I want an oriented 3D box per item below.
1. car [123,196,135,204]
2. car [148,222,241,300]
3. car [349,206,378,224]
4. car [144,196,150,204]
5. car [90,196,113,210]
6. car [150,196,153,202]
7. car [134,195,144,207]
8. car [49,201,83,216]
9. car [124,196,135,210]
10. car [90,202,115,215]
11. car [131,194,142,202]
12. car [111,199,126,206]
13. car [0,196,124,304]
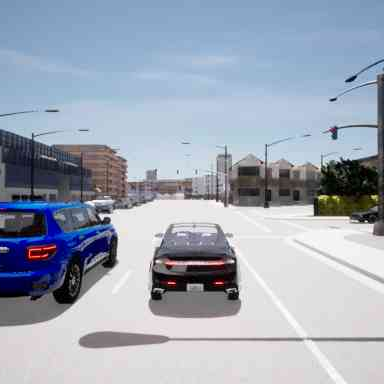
[{"bbox_3d":[-14.087,1.752,74.336,1.837,1.490,4.892,0,1,0],"label":"car"},{"bbox_3d":[0.059,1.506,8.387,2.128,1.511,4.902,0,0,0],"label":"car"},{"bbox_3d":[15.071,1.686,25.515,5.357,1.411,2.033,0,-1,0],"label":"car"},{"bbox_3d":[-10.583,1.811,70.425,1.837,1.490,4.892,0,1,0],"label":"car"},{"bbox_3d":[-14.160,1.651,52.347,2.150,2.045,5.566,0,0,0],"label":"car"},{"bbox_3d":[-10.595,1.727,80.725,2.033,1.411,5.357,0,0,0],"label":"car"},{"bbox_3d":[-10.634,1.914,61.154,1.837,1.490,4.892,0,1,0],"label":"car"},{"bbox_3d":[-14.172,1.780,37.814,1.882,1.535,5.008,0,-1,0],"label":"car"},{"bbox_3d":[-10.651,1.771,51.294,2.097,1.767,4.553,0,-1,0],"label":"car"},{"bbox_3d":[-10.306,1.874,38.468,1.994,1.385,4.181,0,-1,-4],"label":"car"},{"bbox_3d":[-14.099,1.532,84.540,2.097,1.767,4.553,0,0,0],"label":"car"},{"bbox_3d":[-14.111,1.991,64.087,1.895,1.301,4.718,0,1,0],"label":"car"},{"bbox_3d":[-3.442,1.239,8.343,2.150,2.045,5.566,0,0,0],"label":"car"}]
